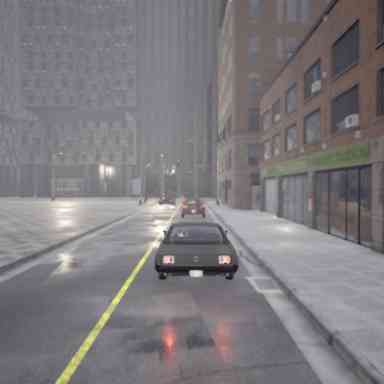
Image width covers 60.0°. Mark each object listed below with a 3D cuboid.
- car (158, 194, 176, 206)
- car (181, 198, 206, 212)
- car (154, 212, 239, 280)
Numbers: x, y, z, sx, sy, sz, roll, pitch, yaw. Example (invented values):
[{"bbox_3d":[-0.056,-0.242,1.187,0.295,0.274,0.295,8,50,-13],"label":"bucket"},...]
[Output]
[{"bbox_3d":[-3.052,0.996,41.658,1.994,1.385,4.181,0,1,1],"label":"car"},{"bbox_3d":[0.094,1.169,26.111,1.812,1.442,4.674,0,1,0],"label":"car"},{"bbox_3d":[0.098,1.470,9.472,1.895,1.301,4.718,0,1,0],"label":"car"}]
